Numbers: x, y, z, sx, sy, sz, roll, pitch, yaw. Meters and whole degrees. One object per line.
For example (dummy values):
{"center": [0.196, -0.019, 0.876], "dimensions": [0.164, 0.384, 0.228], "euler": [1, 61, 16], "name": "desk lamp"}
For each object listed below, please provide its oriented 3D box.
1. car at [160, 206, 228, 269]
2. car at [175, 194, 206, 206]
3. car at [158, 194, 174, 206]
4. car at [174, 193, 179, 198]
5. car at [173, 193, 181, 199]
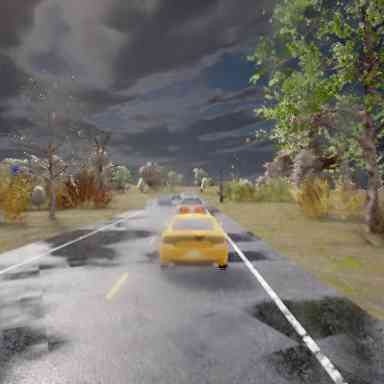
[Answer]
{"center": [0.054, 1.438, 10.993], "dimensions": [1.882, 1.535, 5.008], "euler": [0, 0, 0], "name": "car"}
{"center": [-0.001, 1.256, 26.128], "dimensions": [2.097, 1.767, 4.553], "euler": [0, 0, 0], "name": "car"}
{"center": [-3.978, 1.279, 49.395], "dimensions": [1.882, 1.535, 5.008], "euler": [0, 0, -3], "name": "car"}
{"center": [-3.731, 0.998, 79.368], "dimensions": [2.033, 1.411, 5.357], "euler": [0, 0, -2], "name": "car"}
{"center": [-3.883, 1.003, 86.749], "dimensions": [1.812, 1.442, 4.674], "euler": [0, 0, 0], "name": "car"}
